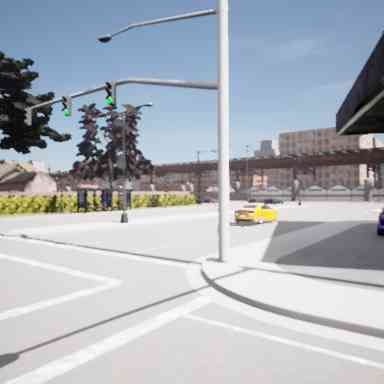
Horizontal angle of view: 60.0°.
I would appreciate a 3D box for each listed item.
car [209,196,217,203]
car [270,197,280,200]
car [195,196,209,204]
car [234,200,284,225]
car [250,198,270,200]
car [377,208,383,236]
[{"bbox_3d":[3.446,1.672,75.054,4.553,1.767,2.097,-1,0,37],"label":"car"},{"bbox_3d":[15.789,1.753,64.667,1.994,1.385,4.181,0,0,-32],"label":"car"},{"bbox_3d":[0.637,1.850,72.781,4.902,1.511,2.128,-1,0,37],"label":"car"},{"bbox_3d":[4.999,1.608,25.297,1.882,1.535,5.008,-1,-1,36],"label":"car"},{"bbox_3d":[12.146,1.767,62.603,1.994,1.385,4.181,0,0,-21],"label":"car"},{"bbox_3d":[10.781,1.300,16.781,2.242,1.667,4.611,-1,0,37],"label":"car"}]
